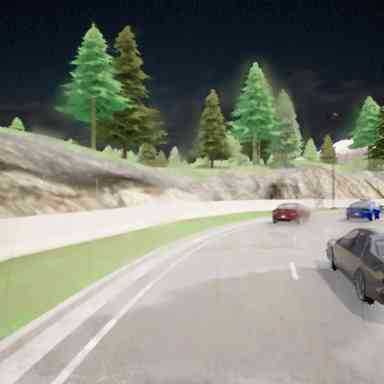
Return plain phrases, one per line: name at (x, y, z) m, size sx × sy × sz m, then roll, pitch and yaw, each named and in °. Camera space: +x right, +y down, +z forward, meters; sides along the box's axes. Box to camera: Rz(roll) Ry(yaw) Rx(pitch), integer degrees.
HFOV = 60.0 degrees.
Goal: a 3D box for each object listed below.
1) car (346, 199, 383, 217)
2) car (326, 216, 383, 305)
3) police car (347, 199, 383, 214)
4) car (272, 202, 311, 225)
car at (14.308, 1.563, 27.650) m, size 1.882 × 1.535 × 5.008 m, roll 0°, pitch 0°, yaw 39°
car at (4.614, 1.576, 7.982) m, size 2.033 × 1.411 × 5.357 m, roll 0°, pitch 0°, yaw 12°
police car at (20.062, 1.624, 38.095) m, size 4.974 × 1.542 × 2.038 m, roll 1°, pitch 0°, yaw -37°
car at (7.412, 1.508, 24.492) m, size 1.882 × 1.535 × 5.008 m, roll 0°, pitch 0°, yaw 31°
